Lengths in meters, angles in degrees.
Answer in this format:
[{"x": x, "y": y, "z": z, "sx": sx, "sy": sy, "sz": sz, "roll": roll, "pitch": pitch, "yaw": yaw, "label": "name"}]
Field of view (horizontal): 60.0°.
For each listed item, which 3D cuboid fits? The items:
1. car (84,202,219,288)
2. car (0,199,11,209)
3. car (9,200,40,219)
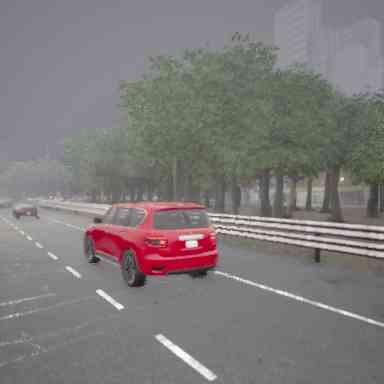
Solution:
[{"x": -1.483, "y": 1.307, "z": 9.916, "sx": 2.150, "sy": 2.045, "sz": 5.566, "roll": 1, "pitch": -1, "yaw": -33, "label": "car"}, {"x": -29.125, "y": 1.848, "z": 52.209, "sx": 2.128, "sy": 1.511, "sz": 4.902, "roll": 0, "pitch": -1, "yaw": -29, "label": "car"}, {"x": -15.930, "y": 1.754, "z": 31.744, "sx": 1.812, "sy": 1.442, "sz": 4.674, "roll": 1, "pitch": -1, "yaw": -33, "label": "car"}]
